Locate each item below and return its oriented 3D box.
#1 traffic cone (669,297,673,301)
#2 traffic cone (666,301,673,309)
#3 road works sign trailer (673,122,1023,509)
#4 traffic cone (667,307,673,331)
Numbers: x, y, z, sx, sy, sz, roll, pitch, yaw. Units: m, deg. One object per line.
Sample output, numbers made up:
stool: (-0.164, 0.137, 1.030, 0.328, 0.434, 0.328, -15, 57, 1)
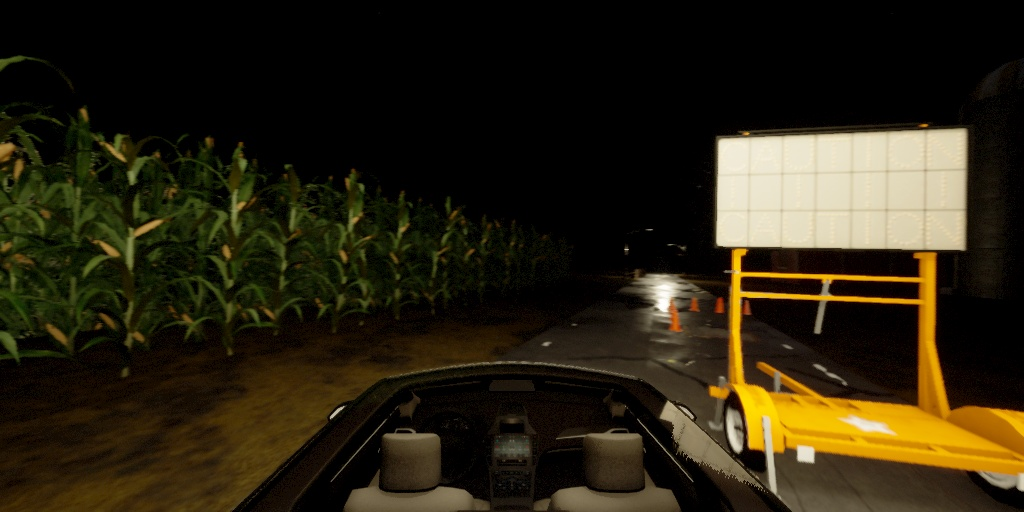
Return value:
traffic cone: (6.547, 2.083, 14.719, 0.340, 0.580, 0.340, 0, 0, 23)
traffic cone: (5.782, 2.032, 12.871, 0.340, 0.580, 0.340, 0, 0, 23)
road works sign trailer: (3.485, 0.347, 4.120, 2.380, 3.560, 2.880, 0, 0, 13)
traffic cone: (5.018, 1.982, 11.024, 0.340, 0.580, 0.340, 0, 0, 23)
